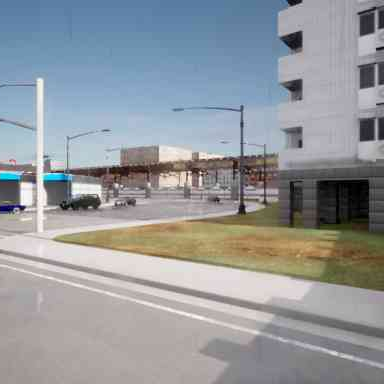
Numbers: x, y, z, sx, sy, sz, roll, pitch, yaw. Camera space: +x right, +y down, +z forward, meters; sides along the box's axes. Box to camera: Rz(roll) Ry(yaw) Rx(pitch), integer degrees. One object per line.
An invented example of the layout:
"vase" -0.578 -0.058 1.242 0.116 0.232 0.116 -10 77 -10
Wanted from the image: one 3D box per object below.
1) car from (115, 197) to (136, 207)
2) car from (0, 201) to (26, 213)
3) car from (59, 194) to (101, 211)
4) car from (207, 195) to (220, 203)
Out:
"car" -10.277 1.491 51.629 2.128 1.511 4.902 0 0 14
"car" -19.678 1.601 33.896 1.895 1.301 4.718 0 0 37
"car" -14.042 1.221 42.216 2.150 2.045 5.566 0 0 29
"car" 4.434 1.502 69.669 1.837 1.490 4.892 0 0 -12
